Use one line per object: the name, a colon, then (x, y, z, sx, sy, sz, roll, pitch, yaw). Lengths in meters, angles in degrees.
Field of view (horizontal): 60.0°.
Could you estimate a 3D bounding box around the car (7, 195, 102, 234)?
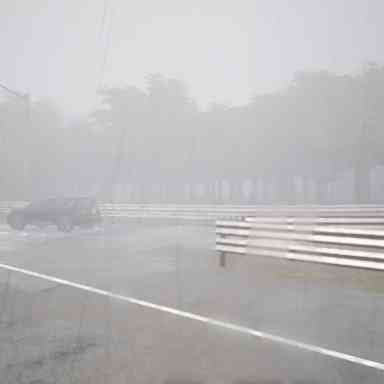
car: (-7.963, 1.206, 19.331, 5.566, 2.045, 2.150, 0, 0, 19)
